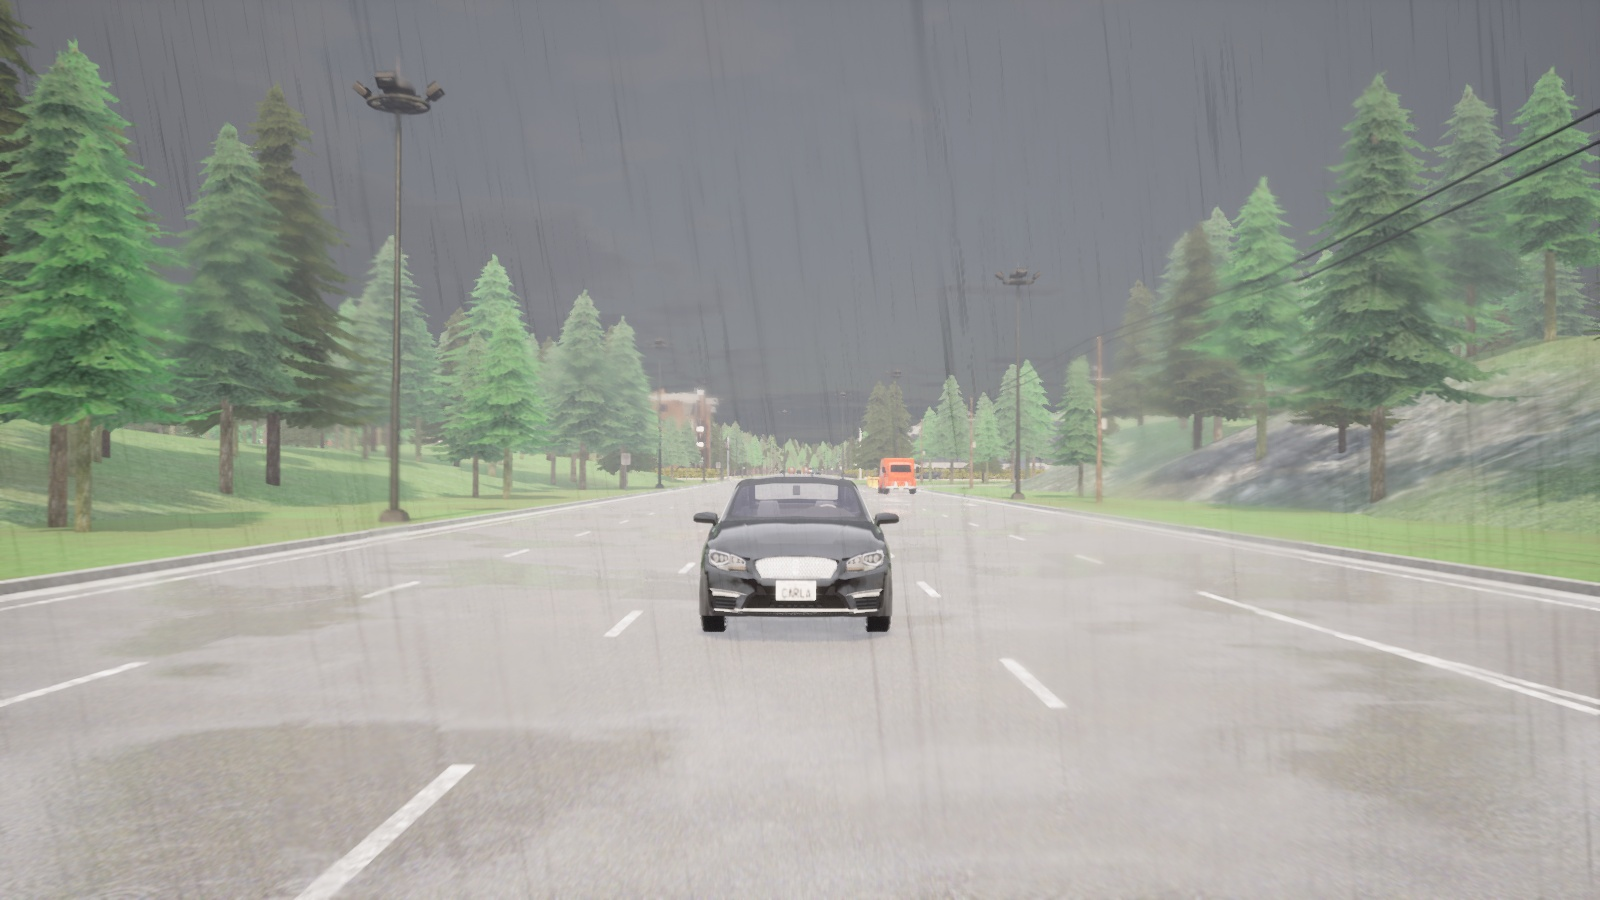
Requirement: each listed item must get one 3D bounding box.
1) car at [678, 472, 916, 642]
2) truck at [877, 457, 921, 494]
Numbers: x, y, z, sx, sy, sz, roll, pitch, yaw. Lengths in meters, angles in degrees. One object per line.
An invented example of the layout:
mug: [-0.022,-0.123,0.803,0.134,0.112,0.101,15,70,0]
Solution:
car: [-0.033,1.000,13.690,2.128,1.511,4.902,0,-1,0]
truck: [6.793,1.753,86.843,2.627,2.467,5.204,0,-1,0]
